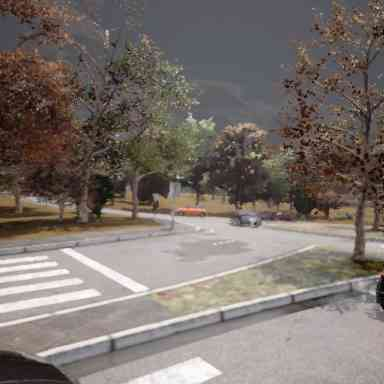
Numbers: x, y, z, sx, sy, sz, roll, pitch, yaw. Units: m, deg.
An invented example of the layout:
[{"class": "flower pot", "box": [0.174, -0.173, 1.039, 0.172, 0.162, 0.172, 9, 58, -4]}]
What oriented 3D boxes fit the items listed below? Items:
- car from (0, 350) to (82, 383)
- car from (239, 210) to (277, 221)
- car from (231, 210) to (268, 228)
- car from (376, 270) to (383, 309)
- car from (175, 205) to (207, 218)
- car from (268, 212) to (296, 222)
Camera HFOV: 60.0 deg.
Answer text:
[{"class": "car", "box": [-2.715, 1.477, 1.080, 4.902, 1.511, 2.128, 1, 0, -35]}, {"class": "car", "box": [10.033, 3.574, 50.208, 5.357, 1.411, 2.033, 4, -3, -24]}, {"class": "car", "box": [4.844, 2.376, 30.430, 2.128, 1.511, 4.902, 3, -2, -6]}, {"class": "car", "box": [5.548, 1.687, 6.543, 4.181, 1.385, 1.994, 2, -1, -33]}, {"class": "car", "box": [-0.112, 2.687, 47.983, 4.553, 1.767, 2.097, 3, -3, -3]}, {"class": "car", "box": [12.596, 3.534, 47.329, 5.008, 1.535, 1.882, 5, -3, -31]}]
